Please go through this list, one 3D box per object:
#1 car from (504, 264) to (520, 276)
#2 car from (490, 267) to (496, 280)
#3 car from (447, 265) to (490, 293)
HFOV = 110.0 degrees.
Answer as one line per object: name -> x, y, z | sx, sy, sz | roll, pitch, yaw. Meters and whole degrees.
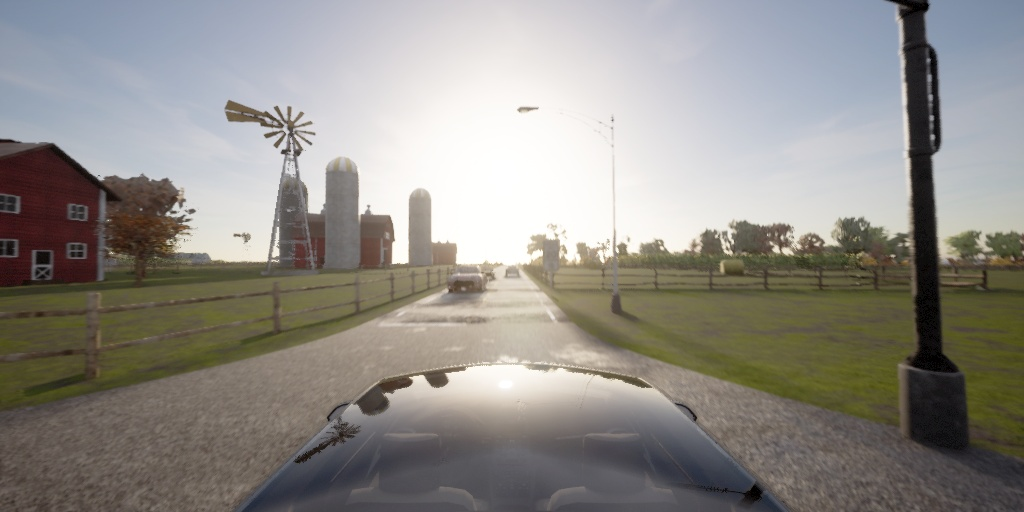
car -> 0.035, 1.822, 46.658 | 2.128, 1.511, 4.902 | -1, -1, 0
car -> -2.792, 1.852, 38.877 | 1.895, 1.301, 4.718 | -1, -1, 0
car -> -2.831, 1.380, 23.286 | 2.097, 1.767, 4.553 | -1, -1, 0
